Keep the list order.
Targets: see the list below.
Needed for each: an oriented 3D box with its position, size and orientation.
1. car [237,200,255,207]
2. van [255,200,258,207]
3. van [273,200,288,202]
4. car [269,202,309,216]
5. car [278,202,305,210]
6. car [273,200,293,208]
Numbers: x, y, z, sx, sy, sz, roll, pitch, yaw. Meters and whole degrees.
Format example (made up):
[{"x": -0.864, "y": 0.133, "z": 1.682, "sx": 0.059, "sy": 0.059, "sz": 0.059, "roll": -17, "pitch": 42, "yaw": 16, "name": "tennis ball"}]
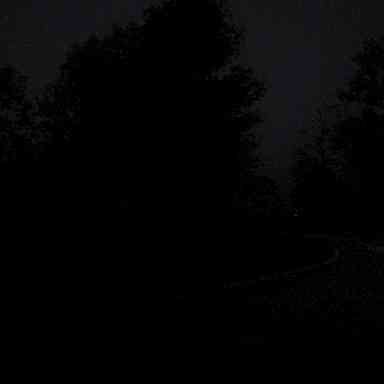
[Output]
[{"x": 11.806, "y": 2.716, "z": 78.277, "sx": 2.185, "sy": 1.767, "sz": 4.553, "roll": 1, "pitch": -1, "yaw": -37, "name": "car"}, {"x": 14.292, "y": 2.691, "z": 80.027, "sx": 1.878, "sy": 1.987, "sz": 4.442, "roll": 2, "pitch": -1, "yaw": -37, "name": "van"}, {"x": 16.201, "y": 2.494, "z": 66.434, "sx": 1.878, "sy": 1.987, "sz": 4.442, "roll": 1, "pitch": -1, "yaw": -37, "name": "van"}, {"x": 13.939, "y": 2.679, "z": 48.424, "sx": 1.882, "sy": 1.535, "sz": 5.008, "roll": 4, "pitch": -3, "yaw": -36, "name": "car"}, {"x": 20.749, "y": 2.834, "z": 69.450, "sx": 1.946, "sy": 1.575, "sz": 5.366, "roll": 2, "pitch": -1, "yaw": -37, "name": "car"}, {"x": 23.947, "y": 3.163, "z": 87.382, "sx": 2.185, "sy": 1.767, "sz": 4.553, "roll": 2, "pitch": -2, "yaw": -37, "name": "car"}]
